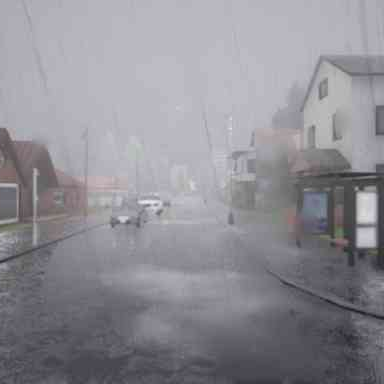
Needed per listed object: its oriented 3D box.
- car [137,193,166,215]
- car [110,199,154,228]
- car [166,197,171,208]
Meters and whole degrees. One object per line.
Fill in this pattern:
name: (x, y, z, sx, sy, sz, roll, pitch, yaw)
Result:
car: (-4.076, 1.168, 32.894, 2.150, 2.045, 5.566, 0, 0, -1)
car: (-4.075, 1.455, 22.161, 2.128, 1.511, 4.902, 0, 0, 0)
car: (-4.006, 1.399, 47.542, 1.882, 1.535, 5.008, 0, 0, 0)
